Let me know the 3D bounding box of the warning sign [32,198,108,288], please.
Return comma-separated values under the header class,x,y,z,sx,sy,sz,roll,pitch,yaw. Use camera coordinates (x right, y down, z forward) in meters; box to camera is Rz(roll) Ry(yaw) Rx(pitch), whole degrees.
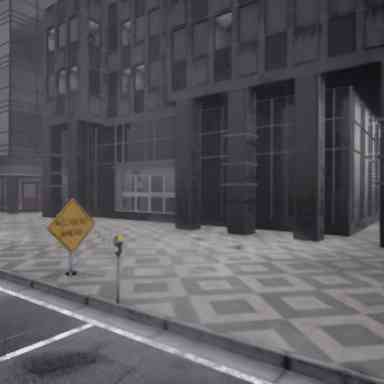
class,x,y,z,sx,sy,sz,roll,pitch,yaw
warning sign,-2.831,1.081,7.814,1.060,1.860,1.300,0,0,35
